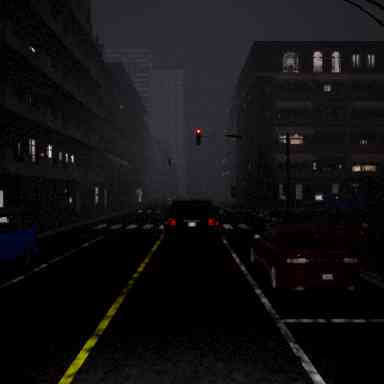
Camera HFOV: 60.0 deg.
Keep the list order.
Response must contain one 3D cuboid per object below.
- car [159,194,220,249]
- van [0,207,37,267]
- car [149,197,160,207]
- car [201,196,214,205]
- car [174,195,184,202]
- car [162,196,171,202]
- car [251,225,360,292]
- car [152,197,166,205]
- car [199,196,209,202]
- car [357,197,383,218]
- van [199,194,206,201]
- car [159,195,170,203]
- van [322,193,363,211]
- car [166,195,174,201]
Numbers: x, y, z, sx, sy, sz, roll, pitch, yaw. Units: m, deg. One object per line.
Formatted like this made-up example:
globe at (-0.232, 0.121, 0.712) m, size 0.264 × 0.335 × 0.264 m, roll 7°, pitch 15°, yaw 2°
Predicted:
car at (0.000, 1.257, 14.680) m, size 2.150 × 2.045 × 5.566 m, roll 0°, pitch 0°, yaw 0°
van at (-5.699, 1.339, 8.815) m, size 1.690 × 1.788 × 3.998 m, roll 0°, pitch 0°, yaw 0°
car at (-5.697, 1.560, 52.291) m, size 2.008 × 1.369 × 4.403 m, roll 0°, pitch 0°, yaw 0°
car at (2.681, 1.454, 57.813) m, size 1.967 × 1.590 × 4.097 m, roll -1°, pitch 0°, yaw 0°
car at (-3.001, 1.527, 77.890) m, size 1.994 × 1.385 × 4.181 m, roll 0°, pitch 0°, yaw 0°
car at (-5.698, 1.609, 74.402) m, size 1.802 × 1.307 × 4.206 m, roll -1°, pitch 0°, yaw 0°
car at (2.683, 1.543, 8.814) m, size 1.887 × 1.381 × 4.507 m, roll 0°, pitch 0°, yaw 0°
car at (-5.698, 1.579, 57.818) m, size 1.947 × 1.339 × 4.313 m, roll 0°, pitch 0°, yaw 0°
car at (2.683, 1.578, 74.396) m, size 2.008 × 1.369 × 4.403 m, roll -1°, pitch 0°, yaw 0°
car at (15.763, 1.328, 26.011) m, size 4.313 × 1.339 × 1.947 m, roll -1°, pitch 1°, yaw -1°
van at (2.680, 1.379, 85.452) m, size 1.690 × 1.788 × 3.998 m, roll -1°, pitch 0°, yaw 0°
car at (-5.699, 1.462, 68.874) m, size 1.967 × 1.590 × 4.097 m, roll -1°, pitch 0°, yaw 0°
van at (15.641, 1.034, 34.385) m, size 3.998 × 1.788 × 1.690 m, roll -1°, pitch 1°, yaw -1°
car at (-5.698, 1.563, 85.288) m, size 1.752 × 1.417 × 4.829 m, roll -1°, pitch 0°, yaw 0°
